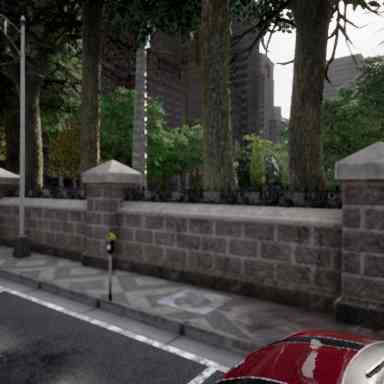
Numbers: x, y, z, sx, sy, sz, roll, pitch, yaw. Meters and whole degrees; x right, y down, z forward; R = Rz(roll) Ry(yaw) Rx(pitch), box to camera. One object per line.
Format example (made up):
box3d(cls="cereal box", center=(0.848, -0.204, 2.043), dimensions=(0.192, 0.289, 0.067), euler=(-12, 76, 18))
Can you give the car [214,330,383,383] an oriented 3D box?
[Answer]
box3d(cls="car", center=(1.864, 1.447, 1.638), dimensions=(4.097, 1.590, 1.967), euler=(1, 0, 35))
